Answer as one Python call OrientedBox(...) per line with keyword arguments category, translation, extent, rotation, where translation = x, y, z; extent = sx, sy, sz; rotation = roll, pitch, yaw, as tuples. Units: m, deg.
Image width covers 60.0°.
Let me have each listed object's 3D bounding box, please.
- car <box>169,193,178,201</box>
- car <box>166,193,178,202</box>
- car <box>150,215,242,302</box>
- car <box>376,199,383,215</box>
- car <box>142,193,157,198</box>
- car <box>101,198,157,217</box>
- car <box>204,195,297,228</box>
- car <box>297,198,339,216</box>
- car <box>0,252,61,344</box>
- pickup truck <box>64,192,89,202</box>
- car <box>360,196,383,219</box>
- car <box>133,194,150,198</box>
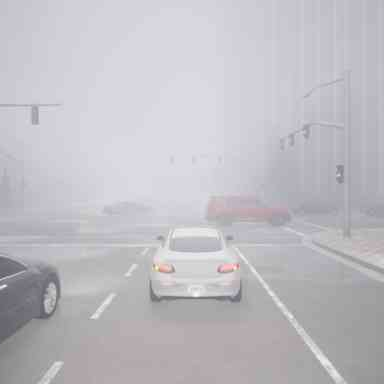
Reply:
OrientedBox(category="car", translation=(-4.756, 1.206, 85.396), extent=(2.150, 2.045, 5.566), rotation=(0, 0, -1))
OrientedBox(category="car", translation=(-4.580, 1.508, 73.519), extent=(1.812, 1.442, 4.674), rotation=(0, 0, -1))
OrientedBox(category="car", translation=(0.077, 1.524, 8.122), extent=(1.812, 1.442, 4.674), rotation=(0, 0, 0))
OrientedBox(category="car", translation=(20.994, 1.470, 32.484), extent=(5.008, 1.535, 1.882), rotation=(0, 0, 0))
OrientedBox(category="car", translation=(-7.949, 1.209, 57.775), extent=(2.150, 2.045, 5.566), rotation=(0, 0, -1))
OrientedBox(category="car", translation=(-6.084, 1.540, 31.716), extent=(2.033, 1.411, 5.357), rotation=(0, 0, 35))
OrientedBox(category="car", translation=(3.556, 1.216, 21.654), extent=(5.566, 2.045, 2.150), rotation=(0, 0, 0))
OrientedBox(category="car", translation=(11.769, 1.345, 32.417), extent=(4.553, 1.767, 2.097), rotation=(0, 0, 0))
OrientedBox(category="car", translation=(-3.436, 1.504, 4.472), extent=(1.837, 1.490, 4.892), rotation=(0, 0, 0))
OrientedBox(category="pickup truck", translation=(-24.665, 1.043, 70.172), extent=(2.390, 2.098, 6.274), rotation=(0, 0, 30))
OrientedBox(category="car", translation=(17.708, 1.215, 28.962), extent=(5.566, 2.045, 2.150), rotation=(0, 0, 0))
OrientedBox(category="car", translation=(-7.825, 1.481, 47.883), extent=(2.128, 1.511, 4.902), rotation=(0, 0, -1))
